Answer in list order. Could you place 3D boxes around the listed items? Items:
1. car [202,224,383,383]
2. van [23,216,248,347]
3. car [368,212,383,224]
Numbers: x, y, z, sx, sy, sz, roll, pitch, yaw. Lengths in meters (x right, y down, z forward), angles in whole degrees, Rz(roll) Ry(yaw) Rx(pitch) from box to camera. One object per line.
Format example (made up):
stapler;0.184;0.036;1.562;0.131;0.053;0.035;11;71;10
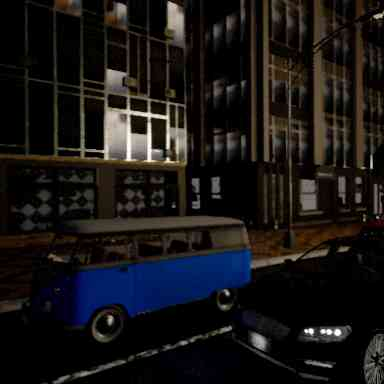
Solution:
car;2.794;1.528;5.368;4.902;1.511;2.128;1;0;-35
van;-0.725;1.360;6.059;3.998;1.788;1.690;0;-1;-35
car;8.289;1.410;12.484;5.009;1.841;2.192;0;-1;-35
